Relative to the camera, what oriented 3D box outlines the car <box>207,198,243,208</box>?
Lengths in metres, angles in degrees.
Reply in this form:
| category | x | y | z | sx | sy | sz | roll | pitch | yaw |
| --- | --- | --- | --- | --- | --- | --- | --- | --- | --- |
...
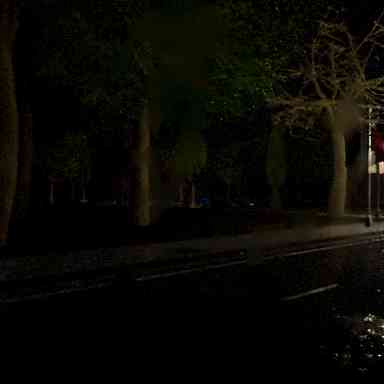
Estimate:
| category | x | y | z | sx | sy | sz | roll | pitch | yaw |
| --- | --- | --- | --- | --- | --- | --- | --- | --- | --- |
| car | 5.205 | 1.888 | 53.145 | 2.033 | 1.411 | 5.357 | 1 | -1 | -36 |

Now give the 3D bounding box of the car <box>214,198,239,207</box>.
| category | x | y | z | sx | sy | sz | roll | pitch | yaw |
| --- | --- | --- | --- | --- | --- | --- | --- | --- | --- |
| car | 6.439 | 1.933 | 62.724 | 1.882 | 1.535 | 5.008 | 1 | -1 | -35 |

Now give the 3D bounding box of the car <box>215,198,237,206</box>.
| category | x | y | z | sx | sy | sz | roll | pitch | yaw |
| --- | --- | --- | --- | --- | --- | --- | --- | --- | --- |
| car | 6.804 | 2.042 | 67.738 | 1.812 | 1.442 | 4.674 | 1 | -1 | -35 |

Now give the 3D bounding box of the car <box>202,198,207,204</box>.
| category | x | y | z | sx | sy | sz | roll | pitch | yaw |
| --- | --- | --- | --- | --- | --- | --- | --- | --- | --- |
| car | 1.935 | 1.969 | 74.400 | 1.882 | 1.535 | 5.008 | 1 | -1 | -36 |

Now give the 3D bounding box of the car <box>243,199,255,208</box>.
| category | x | y | z | sx | sy | sz | roll | pitch | yaw |
| --- | --- | --- | --- | --- | --- | --- | --- | --- | --- |
| car | 8.130 | 1.859 | 54.657 | 2.128 | 1.511 | 4.902 | 1 | -1 | -36 |

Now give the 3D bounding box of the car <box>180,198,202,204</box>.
| category | x | y | z | sx | sy | sz | roll | pitch | yaw |
| --- | --- | --- | --- | --- | --- | --- | --- | --- | --- |
| car | -0.695 | 1.938 | 72.491 | 1.882 | 1.535 | 5.008 | 1 | -1 | -36 |
